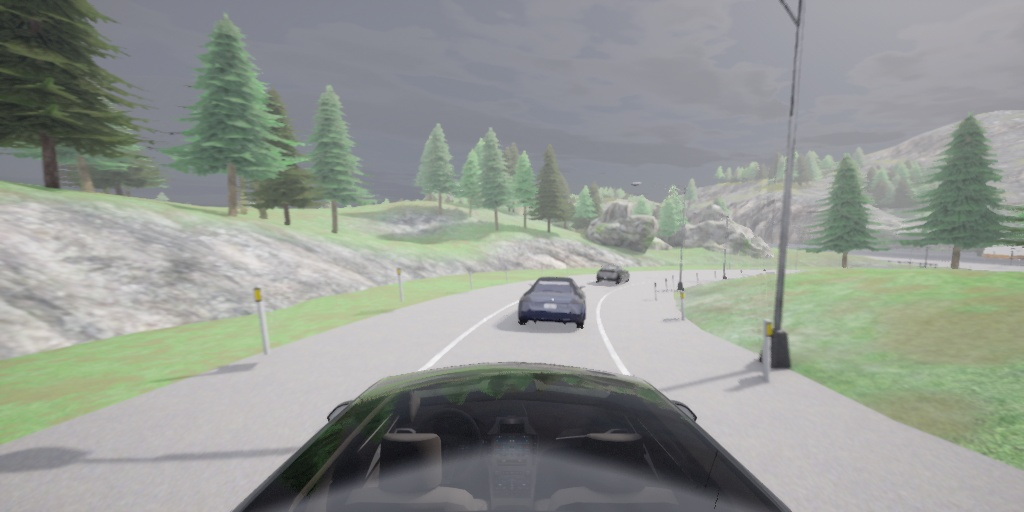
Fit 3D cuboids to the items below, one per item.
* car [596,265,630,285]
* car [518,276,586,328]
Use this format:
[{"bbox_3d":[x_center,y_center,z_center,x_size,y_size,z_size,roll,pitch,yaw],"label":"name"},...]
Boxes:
[{"bbox_3d":[8.440,1.520,29.712,2.128,1.511,4.902,4,1,30],"label":"car"},{"bbox_3d":[1.441,1.367,11.856,1.994,1.385,4.181,1,0,11],"label":"car"}]
